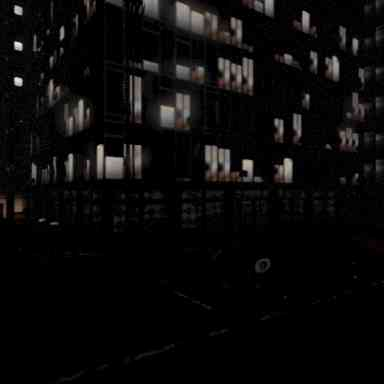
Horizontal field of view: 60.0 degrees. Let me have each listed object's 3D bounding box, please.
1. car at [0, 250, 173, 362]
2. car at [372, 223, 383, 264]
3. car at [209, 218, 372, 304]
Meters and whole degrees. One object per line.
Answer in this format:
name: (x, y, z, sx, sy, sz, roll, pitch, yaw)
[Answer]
car: (-2.270, 1.591, 4.949, 4.206, 1.307, 1.802, 1, -1, -35)
car: (6.850, 1.647, 11.446, 4.829, 1.417, 1.752, 1, -1, -35)
car: (2.360, 1.507, 8.248, 4.097, 1.590, 1.967, 1, -1, -35)
